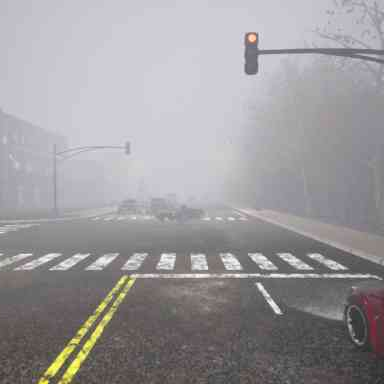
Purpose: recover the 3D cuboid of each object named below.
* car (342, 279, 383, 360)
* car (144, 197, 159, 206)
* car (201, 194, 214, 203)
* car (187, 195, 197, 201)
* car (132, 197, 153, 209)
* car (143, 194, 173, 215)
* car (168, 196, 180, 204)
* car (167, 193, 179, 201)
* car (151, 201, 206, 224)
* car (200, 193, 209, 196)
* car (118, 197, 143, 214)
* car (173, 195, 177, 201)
[{"bbox_3d":[3.347,1.563,3.531,1.994,1.385,4.181,0,0,0],"label":"car"},{"bbox_3d":[-6.668,1.506,55.231,1.812,1.442,4.674,0,0,0],"label":"car"},{"bbox_3d":[3.235,1.576,66.113,1.895,1.301,4.718,0,0,0],"label":"car"},{"bbox_3d":[-0.014,1.327,66.420,2.097,1.767,4.553,0,0,0],"label":"car"},{"bbox_3d":[-6.663,1.476,45.098,2.128,1.511,4.902,0,0,0],"label":"car"},{"bbox_3d":[-3.403,1.342,34.133,2.097,1.767,4.553,0,0,0],"label":"car"},{"bbox_3d":[-3.406,1.523,64.569,2.033,1.411,5.357,0,0,0],"label":"car"},{"bbox_3d":[-3.425,1.202,53.965,2.150,2.045,5.566,0,0,1],"label":"car"},{"bbox_3d":[-0.852,1.594,25.198,1.895,1.301,4.718,0,0,26],"label":"car"},{"bbox_3d":[3.123,1.194,76.296,2.150,2.045,5.566,0,0,0],"label":"car"},{"bbox_3d":[-6.653,1.494,35.675,1.837,1.490,4.892,0,0,0],"label":"car"},{"bbox_3d":[-3.411,1.533,43.607,2.033,1.411,5.357,0,0,1],"label":"car"}]
